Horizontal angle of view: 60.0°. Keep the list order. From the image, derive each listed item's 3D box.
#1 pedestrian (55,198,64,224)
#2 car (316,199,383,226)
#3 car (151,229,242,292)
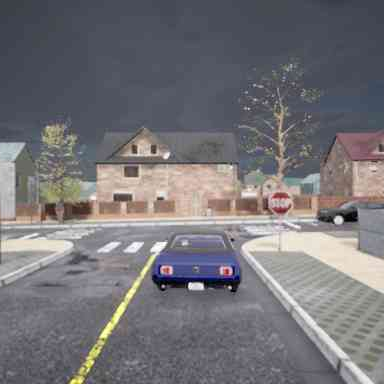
[{"bbox_3d":[-9.647,1.372,24.263,0.375,1.860,0.375,0,2,0],"label":"pedestrian"},{"bbox_3d":[10.560,1.262,21.353,5.008,1.535,1.882,-1,1,-1],"label":"car"},{"bbox_3d":[0.223,1.644,9.012,1.895,1.301,4.718,0,0,3],"label":"car"}]
